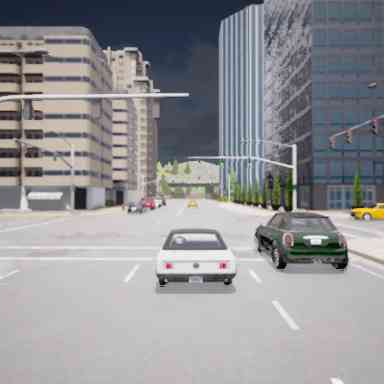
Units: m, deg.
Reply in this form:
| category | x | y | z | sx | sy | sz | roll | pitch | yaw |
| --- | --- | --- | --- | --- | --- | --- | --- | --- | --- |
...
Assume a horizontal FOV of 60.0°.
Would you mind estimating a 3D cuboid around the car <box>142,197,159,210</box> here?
| category | x | y | z | sx | sy | sz | roll | pitch | yaw |
| --- | --- | --- | --- | --- | --- | --- | --- | --- | --- |
| car | -7.051 | 1.810 | 52.456 | 2.150 | 2.045 | 5.566 | 0 | -1 | 0 |

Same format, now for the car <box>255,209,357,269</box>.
| category | x | y | z | sx | sy | sz | roll | pitch | yaw |
| --- | --- | --- | --- | --- | --- | --- | --- | --- | --- |
| car | 3.601 | 1.482 | 11.764 | 2.097 | 1.767 | 4.553 | 0 | -1 | 0 |

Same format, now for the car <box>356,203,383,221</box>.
| category | x | y | z | sx | sy | sz | roll | pitch | yaw |
| --- | --- | --- | --- | --- | --- | --- | --- | --- | --- |
| car | 16.840 | 1.757 | 29.827 | 5.008 | 1.535 | 1.882 | 0 | -1 | 1 |

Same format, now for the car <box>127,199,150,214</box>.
| category | x | y | z | sx | sy | sz | roll | pitch | yaw |
| --- | --- | --- | --- | --- | --- | --- | --- | --- | --- |
| car | -7.065 | 1.973 | 42.881 | 2.128 | 1.511 | 4.902 | 0 | -1 | 0 |

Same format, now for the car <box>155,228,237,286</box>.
| category | x | y | z | sx | sy | sz | roll | pitch | yaw |
| --- | --- | --- | --- | --- | --- | --- | --- | --- | --- |
| car | 0.046 | 1.711 | 9.732 | 1.895 | 1.301 | 4.718 | 0 | -1 | -1 |

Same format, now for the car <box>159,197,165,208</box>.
| category | x | y | z | sx | sy | sz | roll | pitch | yaw |
| --- | --- | --- | --- | --- | --- | --- | --- | --- | --- |
| car | -6.992 | 1.927 | 62.931 | 2.150 | 2.045 | 5.566 | 0 | -1 | 1 |

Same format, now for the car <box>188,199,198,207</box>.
| category | x | y | z | sx | sy | sz | roll | pitch | yaw |
| --- | --- | --- | --- | --- | --- | --- | --- | --- | --- |
| car | 0.150 | 2.222 | 66.426 | 1.882 | 1.535 | 5.008 | 0 | 0 | 0 |

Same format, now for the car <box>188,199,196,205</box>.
| category | x | y | z | sx | sy | sz | roll | pitch | yaw |
| --- | --- | --- | --- | --- | --- | --- | --- | --- | --- |
| car | 0.063 | 2.470 | 83.083 | 2.033 | 1.411 | 5.357 | 0 | -1 | 0 |
